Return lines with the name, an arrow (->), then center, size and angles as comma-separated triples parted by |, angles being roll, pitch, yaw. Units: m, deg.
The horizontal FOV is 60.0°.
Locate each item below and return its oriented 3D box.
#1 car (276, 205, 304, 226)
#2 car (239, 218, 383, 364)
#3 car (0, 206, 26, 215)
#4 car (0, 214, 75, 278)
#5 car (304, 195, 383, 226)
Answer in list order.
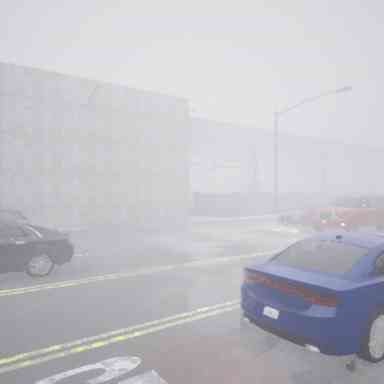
car -> 8.116, 1.545, 22.664 | 5.357, 1.411, 2.033 | 0, 0, -35
car -> 3.084, 1.477, 5.941 | 5.008, 1.535, 1.882 | 0, 0, -35
car -> -7.734, 1.352, 11.370 | 4.553, 1.767, 2.097 | 0, 0, -35
car -> -5.604, 1.505, 8.592 | 4.892, 1.490, 1.837 | 0, 0, -35
car -> 9.216, 1.219, 19.150 | 5.566, 2.045, 2.150 | 0, 0, -35
